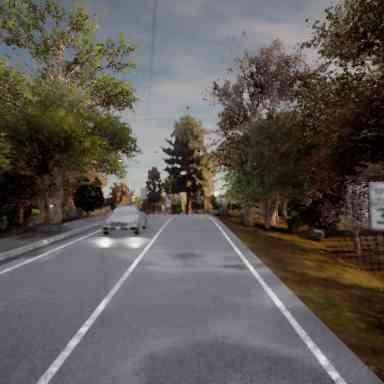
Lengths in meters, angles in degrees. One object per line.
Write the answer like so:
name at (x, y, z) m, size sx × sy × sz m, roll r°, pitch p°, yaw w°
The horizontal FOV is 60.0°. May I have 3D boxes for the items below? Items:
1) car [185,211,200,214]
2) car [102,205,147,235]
car at (0.158, 5.870, 90.126) m, size 4.181 × 1.385 × 1.994 m, roll 0°, pitch -5°, yaw 12°
car at (-3.636, 1.494, 18.690) m, size 1.812 × 1.442 × 4.674 m, roll 0°, pitch 0°, yaw 0°
